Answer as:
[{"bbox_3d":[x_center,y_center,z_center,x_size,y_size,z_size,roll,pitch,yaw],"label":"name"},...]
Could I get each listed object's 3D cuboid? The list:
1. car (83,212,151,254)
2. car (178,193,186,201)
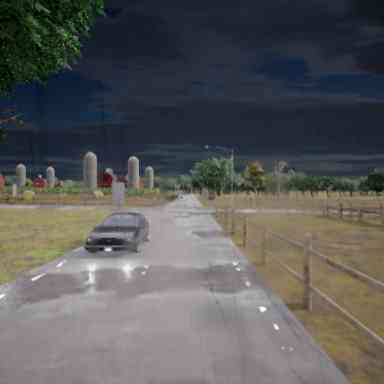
[{"bbox_3d":[-2.852,1.581,13.985,2.033,1.411,5.357,0,0,0],"label":"car"},{"bbox_3d":[-2.767,1.280,91.264,2.150,2.045,5.566,0,0,0],"label":"car"}]
